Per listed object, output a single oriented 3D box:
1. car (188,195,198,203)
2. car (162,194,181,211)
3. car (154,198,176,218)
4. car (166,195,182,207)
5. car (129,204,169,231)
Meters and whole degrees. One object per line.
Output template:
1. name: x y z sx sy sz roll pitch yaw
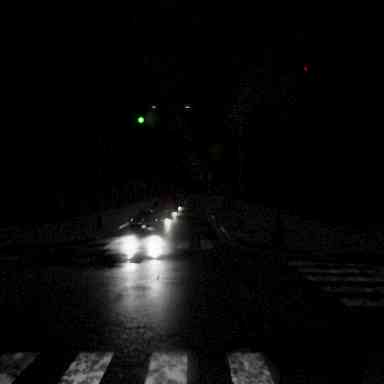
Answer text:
1. car: 0.203 1.267 66.172 1.882 1.535 5.008 0 1 0
2. car: -2.779 1.252 40.847 2.150 2.045 5.566 0 0 0
3. car: -2.801 1.579 30.988 1.837 1.490 4.892 0 0 0
4. car: -2.726 1.312 50.700 2.097 1.767 4.553 0 0 0
5. car: -2.816 1.702 21.616 1.895 1.301 4.718 0 0 0
